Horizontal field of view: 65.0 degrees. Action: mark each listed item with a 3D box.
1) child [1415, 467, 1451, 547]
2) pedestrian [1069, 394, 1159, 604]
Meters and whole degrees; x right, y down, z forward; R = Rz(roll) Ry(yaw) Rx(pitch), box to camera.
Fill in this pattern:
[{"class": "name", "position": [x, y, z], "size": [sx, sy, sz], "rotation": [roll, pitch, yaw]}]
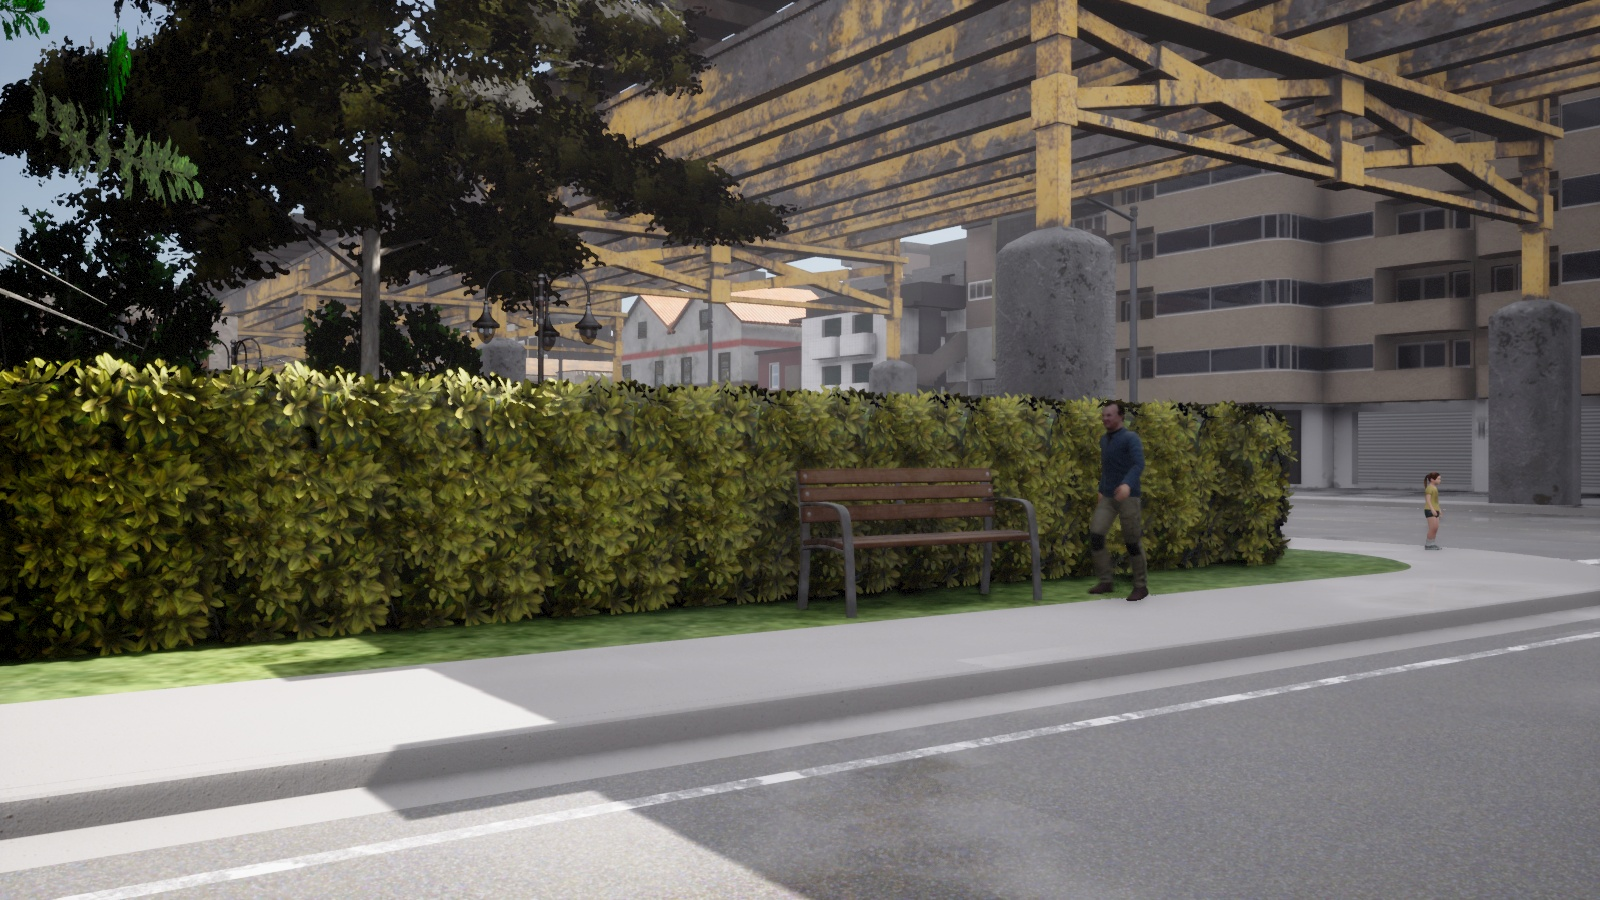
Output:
[{"class": "child", "position": [8.915, 0.800, 17.683], "size": [0.394, 1.110, 0.255], "rotation": [0, 0, 45]}, {"class": "pedestrian", "position": [2.850, 0.431, 11.403], "size": [0.726, 1.842, 0.402], "rotation": [0, 0, -33]}]
